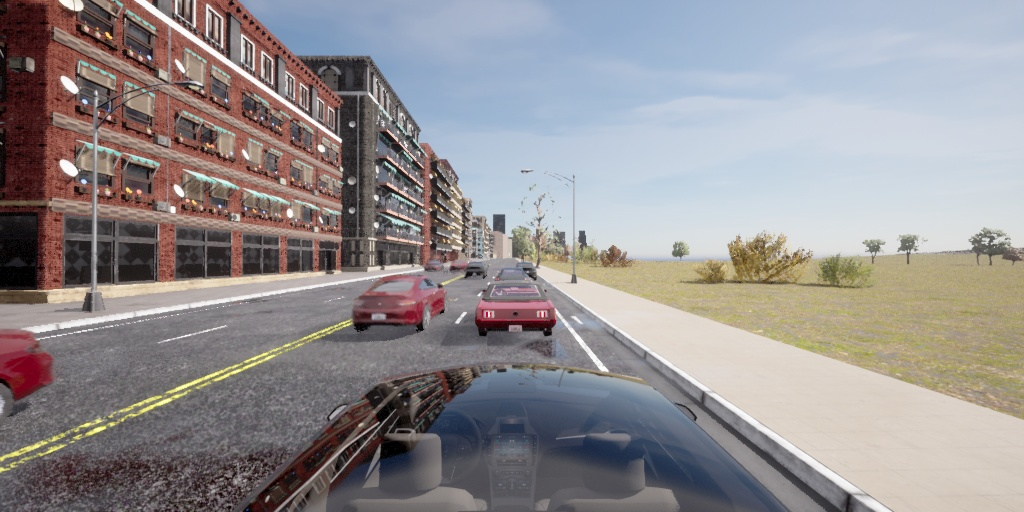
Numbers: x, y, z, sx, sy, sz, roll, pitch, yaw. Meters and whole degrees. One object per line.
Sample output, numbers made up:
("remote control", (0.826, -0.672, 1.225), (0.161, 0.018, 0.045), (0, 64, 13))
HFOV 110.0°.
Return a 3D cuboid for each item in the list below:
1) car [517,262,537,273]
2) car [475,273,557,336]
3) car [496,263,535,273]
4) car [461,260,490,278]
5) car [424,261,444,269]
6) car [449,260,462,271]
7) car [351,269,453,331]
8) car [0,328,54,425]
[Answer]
("car", (1.064, 1.259, 30.359), (1.837, 1.490, 4.892), (0, 0, 0))
("car", (0.079, 1.352, 10.335), (1.895, 1.301, 4.718), (0, 0, 0))
("car", (0.044, 1.317, 20.365), (1.994, 1.385, 4.181), (0, 0, 0))
("car", (-3.231, 1.260, 33.283), (1.837, 1.490, 4.892), (0, 0, 0))
("car", (-9.963, 1.317, 46.109), (1.994, 1.385, 4.181), (0, 0, 0))
("car", (-6.711, 1.231, 45.618), (1.882, 1.535, 5.008), (0, 0, 0))
("car", (-3.175, 1.277, 10.816), (1.812, 1.442, 4.674), (0, 0, 0))
("car", (-6.603, 1.276, 2.483), (1.812, 1.442, 4.674), (0, 0, 0))
